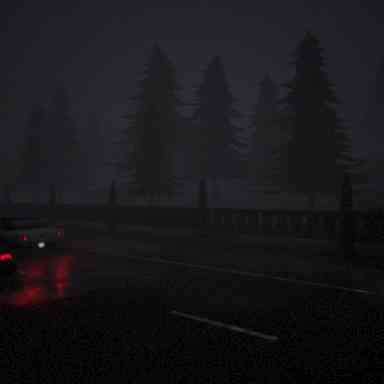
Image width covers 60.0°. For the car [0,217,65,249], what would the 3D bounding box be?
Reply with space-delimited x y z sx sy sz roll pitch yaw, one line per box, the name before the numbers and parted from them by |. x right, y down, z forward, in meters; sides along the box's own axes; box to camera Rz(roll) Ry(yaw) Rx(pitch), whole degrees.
car | -7.359 1.667 13.563 4.718 1.301 1.895 0 0 36

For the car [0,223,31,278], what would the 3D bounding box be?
car | -6.766 1.599 8.834 5.357 1.411 2.033 0 0 36
